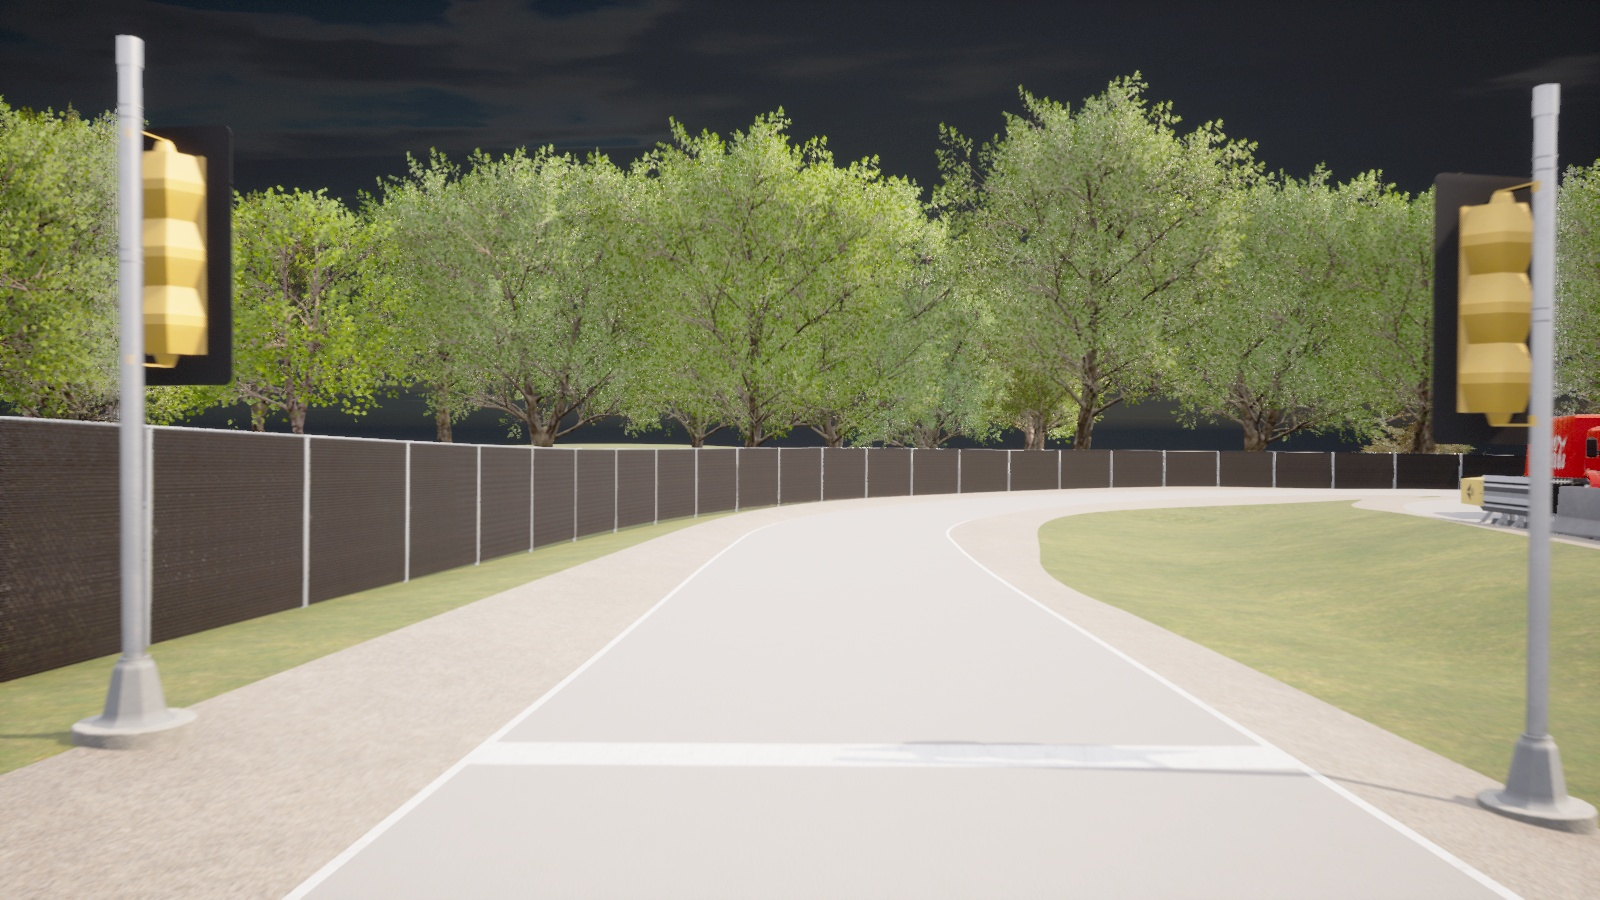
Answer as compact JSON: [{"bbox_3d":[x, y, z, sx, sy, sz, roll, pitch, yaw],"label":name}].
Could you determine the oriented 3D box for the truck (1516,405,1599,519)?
[{"bbox_3d":[19.053,0.262,29.448,2.627,2.467,5.204,0,0,14],"label":"truck"}]
